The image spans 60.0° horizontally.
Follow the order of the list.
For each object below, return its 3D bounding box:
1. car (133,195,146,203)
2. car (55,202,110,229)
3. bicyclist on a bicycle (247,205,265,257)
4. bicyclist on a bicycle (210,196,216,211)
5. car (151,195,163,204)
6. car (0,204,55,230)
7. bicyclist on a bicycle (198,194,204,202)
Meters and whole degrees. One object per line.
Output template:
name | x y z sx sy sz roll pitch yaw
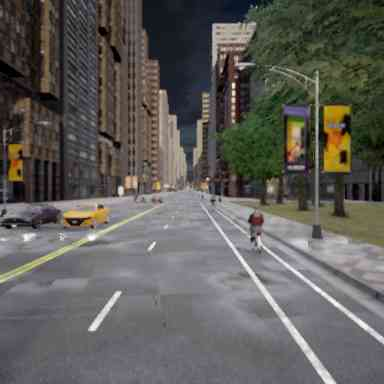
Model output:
car | -9.771 1.377 62.249 1.812 1.442 4.674 0 0 0
car | -6.599 1.415 21.195 1.882 1.535 5.008 0 0 0
bicyclist on a bicycle | 2.250 1.337 11.832 0.659 1.776 1.843 0 0 0
bicyclist on a bicycle | 2.249 1.265 35.765 0.659 1.776 1.843 0 0 0
car | -6.523 1.329 62.212 1.882 1.535 5.008 0 0 0
car | -9.850 1.485 21.077 2.033 1.411 5.357 0 0 0
bicyclist on a bicycle | 2.247 1.299 71.456 0.582 1.620 1.656 0 0 0
